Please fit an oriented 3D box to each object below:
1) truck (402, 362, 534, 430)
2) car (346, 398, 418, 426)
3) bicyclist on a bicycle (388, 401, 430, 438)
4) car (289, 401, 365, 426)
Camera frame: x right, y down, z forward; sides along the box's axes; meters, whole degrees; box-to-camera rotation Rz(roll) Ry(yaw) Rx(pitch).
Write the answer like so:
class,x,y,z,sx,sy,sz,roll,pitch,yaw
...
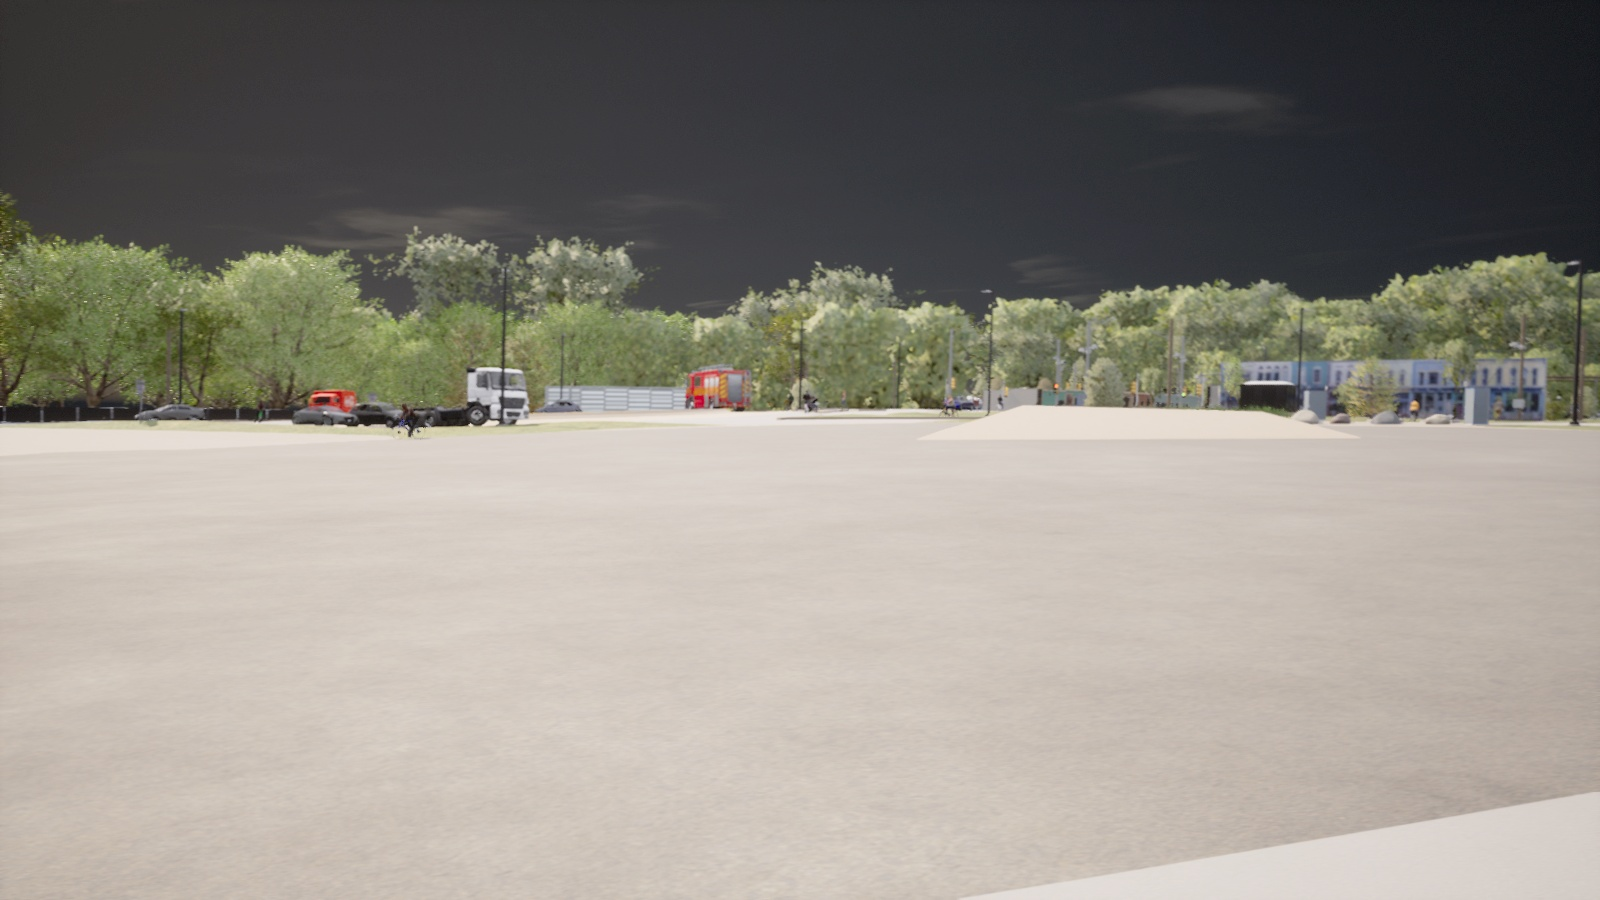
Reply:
class,x,y,z,sx,sy,sz,roll,pitch,yaw
truck,-19.715,-3.097,74.365,7.936,3.462,2.891,-2,-1,32
car,-27.004,-2.479,81.091,3.988,1.617,1.851,1,6,15
bicyclist on a bicycle,-17.506,-1.376,56.259,0.582,1.620,1.656,2,4,44
car,-29.260,-2.235,77.657,4.181,1.385,1.994,3,1,26
